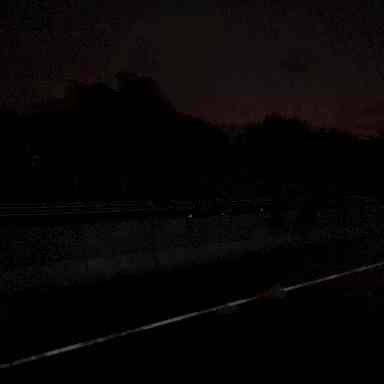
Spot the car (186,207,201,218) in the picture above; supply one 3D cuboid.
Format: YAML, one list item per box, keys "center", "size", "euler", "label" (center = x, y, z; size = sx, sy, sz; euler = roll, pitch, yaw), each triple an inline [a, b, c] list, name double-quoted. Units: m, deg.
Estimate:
- center: [2.092, 1.445, 26.974]
  size: [5.357, 1.411, 2.033]
  euler: [0, 0, -35]
  label: "car"

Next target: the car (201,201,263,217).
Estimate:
- center: [3.066, 1.469, 23.368]
  size: [4.181, 1.385, 1.994]
  euler: [0, 0, -35]
  label: "car"
